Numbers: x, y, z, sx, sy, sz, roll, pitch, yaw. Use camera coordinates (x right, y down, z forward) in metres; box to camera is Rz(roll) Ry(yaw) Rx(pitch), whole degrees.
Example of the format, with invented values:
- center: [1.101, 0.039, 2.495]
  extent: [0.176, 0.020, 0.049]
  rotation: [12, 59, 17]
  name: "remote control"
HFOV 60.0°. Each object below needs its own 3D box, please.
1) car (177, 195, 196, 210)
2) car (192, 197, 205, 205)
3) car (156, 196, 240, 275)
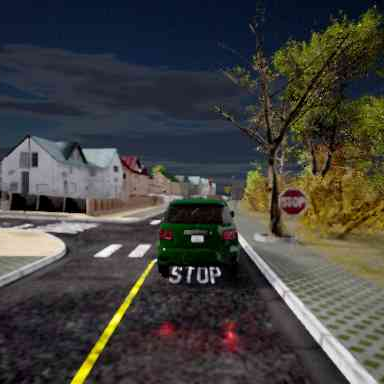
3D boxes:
- center: [-0.697, 1.339, 44.262]
  extent: [2.097, 1.767, 4.553]
  rotation: [0, 0, 5]
  name: "car"
- center: [1.213, 1.596, 61.373]
  extent: [1.812, 1.442, 4.674]
  rotation: [0, 0, 8]
  name: "car"
- center: [0.219, 1.201, 10.548]
  extent: [2.150, 2.045, 5.566]
  rotation: [0, 0, 2]
  name: "car"
